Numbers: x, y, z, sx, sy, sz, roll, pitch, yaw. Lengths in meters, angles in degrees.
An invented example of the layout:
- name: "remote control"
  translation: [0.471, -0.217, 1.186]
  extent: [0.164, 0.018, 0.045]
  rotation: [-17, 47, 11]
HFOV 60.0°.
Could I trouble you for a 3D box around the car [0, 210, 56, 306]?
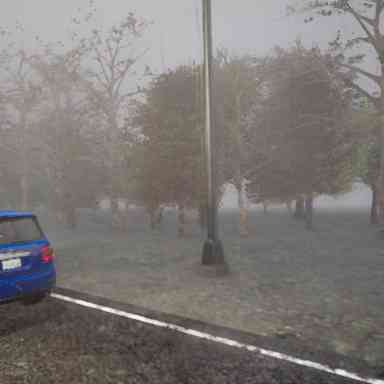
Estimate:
- name: "car"
  translation: [-5.324, 1.457, 7.392]
  extent: [5.566, 2.045, 2.150]
  rotation: [-3, -2, 36]
